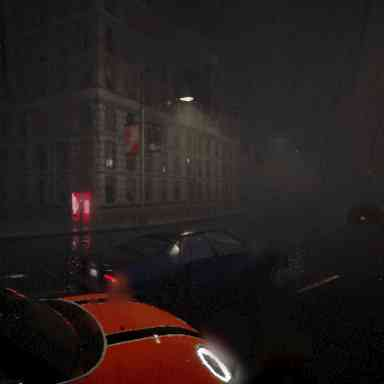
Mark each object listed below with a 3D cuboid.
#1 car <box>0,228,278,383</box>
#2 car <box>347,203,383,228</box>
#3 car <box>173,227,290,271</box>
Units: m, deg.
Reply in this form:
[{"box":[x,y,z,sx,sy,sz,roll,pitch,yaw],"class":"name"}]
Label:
[{"box":[-1.824,1.350,2.240,4.553,1.767,2.097,0,0,-33],"class":"car"},{"box":[11.777,1.468,22.578,1.882,1.535,5.008,0,0,31],"class":"car"},{"box":[0.075,1.543,7.802,5.357,1.411,2.033,0,0,-40],"class":"car"}]
